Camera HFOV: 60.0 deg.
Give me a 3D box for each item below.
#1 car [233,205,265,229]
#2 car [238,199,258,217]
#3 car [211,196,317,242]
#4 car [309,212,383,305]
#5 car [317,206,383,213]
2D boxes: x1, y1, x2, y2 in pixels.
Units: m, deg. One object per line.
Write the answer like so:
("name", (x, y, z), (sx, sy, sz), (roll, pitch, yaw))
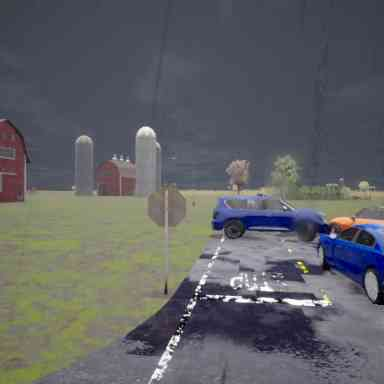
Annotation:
("car", (3.863, 1.601, 22.685), (1.895, 1.301, 4.718), (0, 0, 9))
("car", (5.528, 1.502, 32.991), (1.837, 1.490, 4.892), (0, 0, 9))
("car", (3.736, 1.218, 16.415), (5.566, 2.045, 2.150), (0, 0, 15))
("car", (4.615, 1.480, 8.051), (1.882, 1.535, 5.008), (0, 0, 3))
("car", (7.825, 1.367, 13.870), (2.097, 1.767, 4.553), (0, 0, -22))
